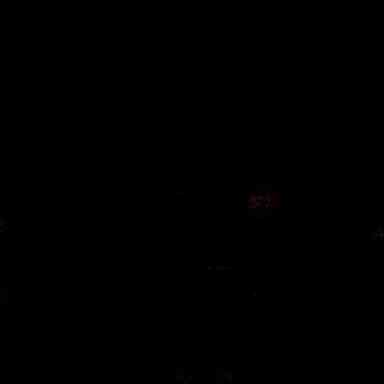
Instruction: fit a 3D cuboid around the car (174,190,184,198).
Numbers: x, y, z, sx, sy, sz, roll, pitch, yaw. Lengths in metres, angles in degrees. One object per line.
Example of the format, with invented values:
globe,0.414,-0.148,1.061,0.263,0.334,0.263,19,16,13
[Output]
car,-2.766,0.421,70.425,2.097,1.767,4.553,0,1,0
